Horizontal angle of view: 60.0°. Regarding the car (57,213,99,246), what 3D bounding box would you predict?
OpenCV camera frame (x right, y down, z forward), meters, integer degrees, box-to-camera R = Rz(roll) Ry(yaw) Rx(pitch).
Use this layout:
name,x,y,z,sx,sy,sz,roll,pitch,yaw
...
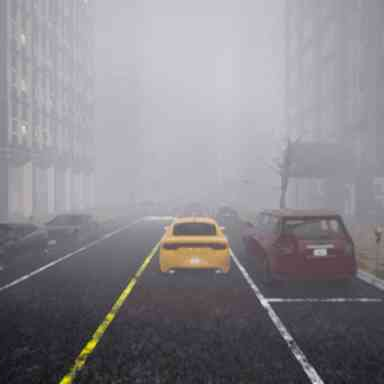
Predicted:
name,x,y,z,sx,sy,sz,roll,pitch,yaw
car,-5.671,1.661,15.635,1.947,1.339,4.313,-1,0,0

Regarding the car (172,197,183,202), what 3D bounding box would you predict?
name,x,y,z,sx,sy,sz,roll,pitch,yaw
car,-3.005,1.790,77.760,1.994,1.385,4.181,0,0,0

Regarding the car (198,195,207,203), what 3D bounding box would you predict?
name,x,y,z,sx,sy,sz,roll,pitch,yaw
car,2.669,1.772,83.666,2.192,1.841,5.009,-1,0,0

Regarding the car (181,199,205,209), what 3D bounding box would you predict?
name,x,y,z,sx,sy,sz,roll,pitch,yaw
car,0.095,1.703,33.313,1.837,1.490,4.892,0,0,0

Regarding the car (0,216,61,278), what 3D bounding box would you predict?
name,x,y,z,sx,sy,sz,roll,pitch,yaw
car,-5.841,1.628,9.961,1.947,1.339,4.313,-1,0,0

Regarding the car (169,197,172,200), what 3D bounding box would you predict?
name,x,y,z,sx,sy,sz,roll,pitch,yaw
car,-5.707,2.008,83.722,2.008,1.369,4.403,-1,0,0

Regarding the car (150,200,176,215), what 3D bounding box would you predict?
name,x,y,z,sx,sy,sz,roll,pitch,yaw
car,-3.098,1.816,36.267,1.895,1.301,4.718,0,0,0

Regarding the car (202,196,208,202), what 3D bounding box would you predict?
name,x,y,z,sx,sy,sz,roll,pitch,yaw
car,2.673,1.699,43.945,1.967,1.590,4.097,-1,0,0

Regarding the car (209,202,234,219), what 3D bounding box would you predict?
name,x,y,z,sx,sy,sz,roll,pitch,yaw
car,2.676,1.727,26.921,1.947,1.339,4.313,-1,0,0

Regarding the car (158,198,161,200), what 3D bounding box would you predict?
name,x,y,z,sx,sy,sz,roll,pitch,yaw
car,-5.672,1.825,44.004,1.947,1.339,4.313,-1,0,0

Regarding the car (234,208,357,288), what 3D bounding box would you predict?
name,x,y,z,sx,sy,sz,roll,pitch,yaw
car,2.712,1.373,9.414,2.192,1.841,5.009,-1,0,0

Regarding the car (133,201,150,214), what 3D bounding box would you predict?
name,x,y,z,sx,sy,sz,roll,pitch,yaw
car,-5.671,1.809,38.330,1.802,1.307,4.206,-1,0,0

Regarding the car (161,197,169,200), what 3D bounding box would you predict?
name,x,y,z,sx,sy,sz,roll,pitch,yaw
car,-5.691,1.871,60.856,1.752,1.417,4.829,-1,0,0

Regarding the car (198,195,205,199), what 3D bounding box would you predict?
name,x,y,z,sx,sy,sz,roll,pitch,yaw
car,2.347,1.917,70.099,1.812,1.442,4.674,0,0,0

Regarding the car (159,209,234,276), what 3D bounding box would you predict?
name,x,y,z,sx,sy,sz,roll,pitch,yaw
car,0.080,1.543,10.628,1.882,1.535,5.008,0,0,0

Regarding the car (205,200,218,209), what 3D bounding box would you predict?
name,x,y,z,sx,sy,sz,roll,pitch,yaw
car,2.676,1.745,32.595,2.008,1.369,4.403,-1,0,0
